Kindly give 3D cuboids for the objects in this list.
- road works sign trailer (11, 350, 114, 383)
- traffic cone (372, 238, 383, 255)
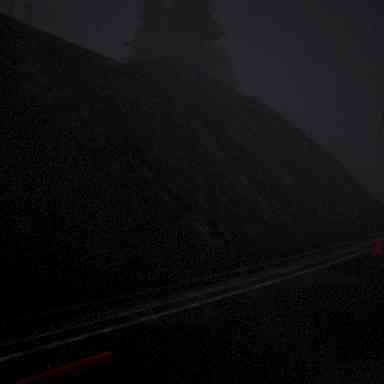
[{"bbox_3d":[-1.981,0.505,2.755,2.880,3.560,2.380,0,-1,-41],"label":"road works sign trailer"},{"bbox_3d":[6.914,2.007,12.354,0.340,0.580,0.340,0,-1,-41],"label":"traffic cone"}]
